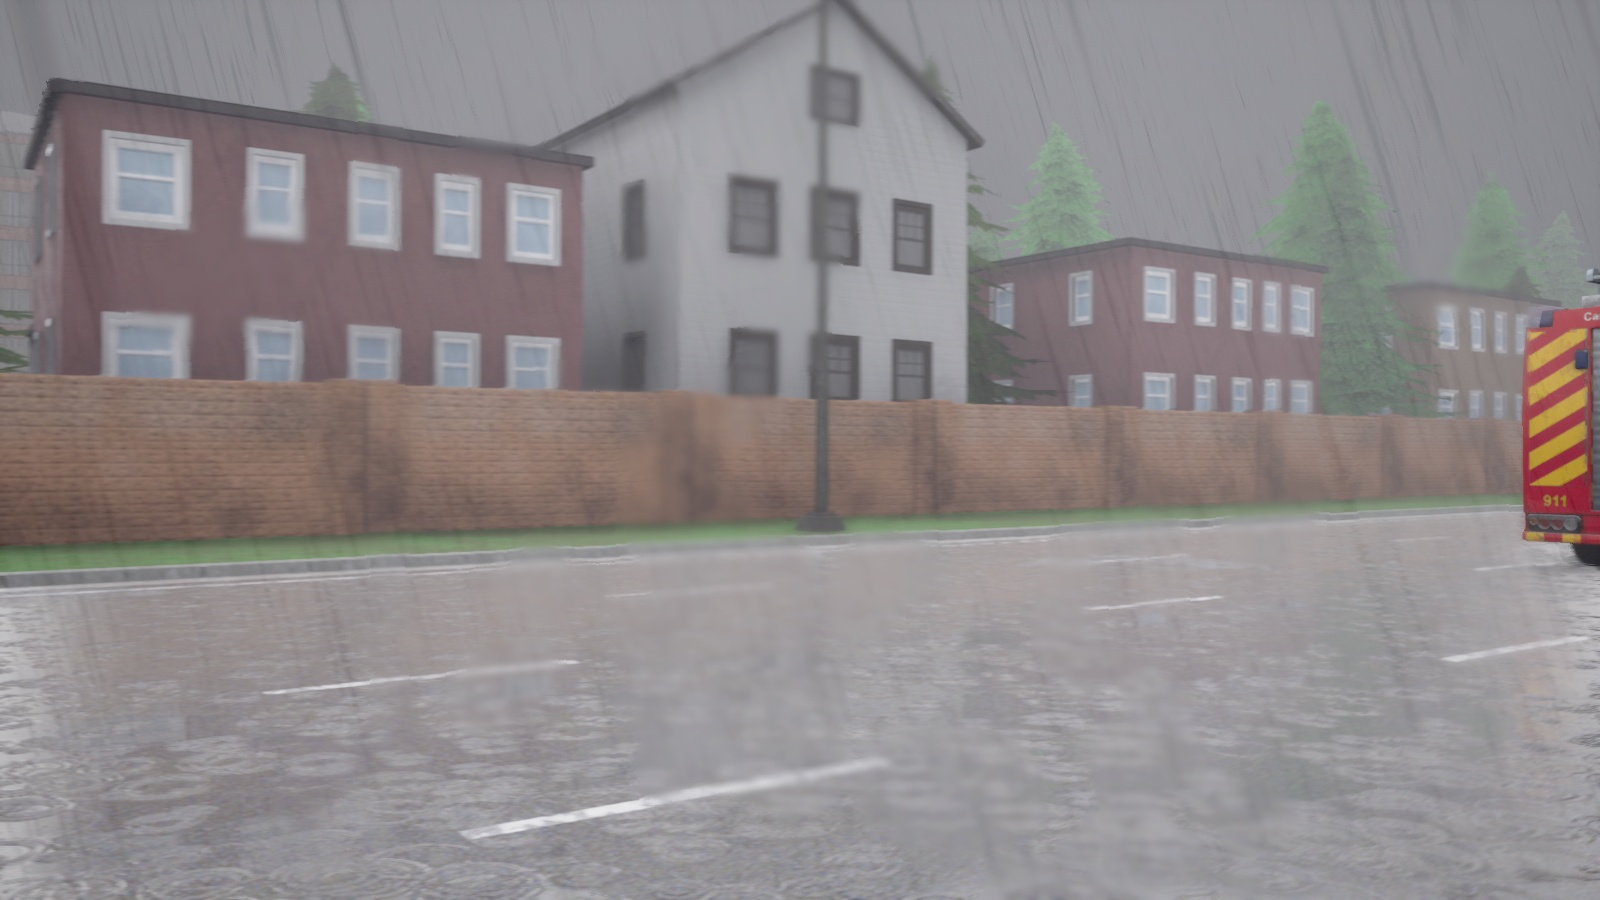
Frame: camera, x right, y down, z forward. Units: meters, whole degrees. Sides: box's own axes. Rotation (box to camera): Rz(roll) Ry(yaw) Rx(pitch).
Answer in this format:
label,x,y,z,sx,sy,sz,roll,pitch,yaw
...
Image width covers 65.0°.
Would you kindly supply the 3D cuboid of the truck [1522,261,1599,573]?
label,x,y,z,sx,sy,sz,roll,pitch,yaw
truck,13.595,-0.405,17.388,8.468,3.827,2.891,0,0,-35
